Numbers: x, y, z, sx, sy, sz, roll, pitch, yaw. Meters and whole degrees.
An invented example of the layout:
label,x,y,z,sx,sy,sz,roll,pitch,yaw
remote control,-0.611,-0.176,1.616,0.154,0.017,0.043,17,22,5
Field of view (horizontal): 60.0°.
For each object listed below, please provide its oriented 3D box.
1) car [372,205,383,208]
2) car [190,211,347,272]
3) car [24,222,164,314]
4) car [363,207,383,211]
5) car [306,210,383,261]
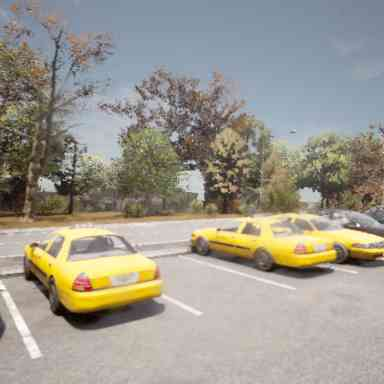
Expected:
label,x,y,z,sx,sy,sz,roll,pitch,yaw
car,8.790,1.437,15.673,2.185,1.767,4.553,1,0,-35
car,1.987,1.501,11.088,1.946,1.575,5.366,0,0,-35
car,-2.633,1.484,7.795,1.946,1.575,5.366,0,0,-35
car,6.504,1.538,14.089,2.231,1.521,4.892,0,0,-35
car,4.362,1.514,12.326,1.946,1.575,5.366,0,0,-35
